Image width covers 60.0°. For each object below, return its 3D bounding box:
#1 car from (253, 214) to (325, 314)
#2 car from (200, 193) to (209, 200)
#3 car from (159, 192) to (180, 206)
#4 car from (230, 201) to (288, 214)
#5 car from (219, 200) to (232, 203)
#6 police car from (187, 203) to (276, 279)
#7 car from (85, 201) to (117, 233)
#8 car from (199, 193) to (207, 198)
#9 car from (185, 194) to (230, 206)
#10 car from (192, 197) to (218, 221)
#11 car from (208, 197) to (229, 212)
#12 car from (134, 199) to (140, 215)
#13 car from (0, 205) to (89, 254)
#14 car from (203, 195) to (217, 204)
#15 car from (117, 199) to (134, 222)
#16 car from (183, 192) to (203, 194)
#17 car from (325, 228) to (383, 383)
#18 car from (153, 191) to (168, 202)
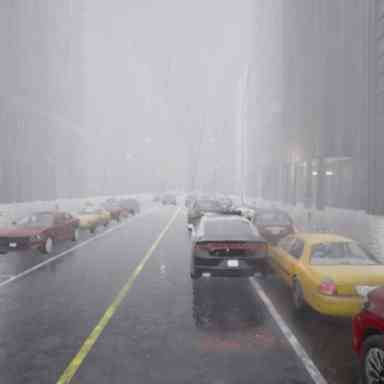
[{"bbox_3d":[2.764,1.463,7.443,1.752,1.417,4.829,0,0,0],"label":"car"},{"bbox_3d":[2.776,0.999,75.403,1.802,1.307,4.206,0,0,0],"label":"car"},{"bbox_3d":[-3.020,1.146,45.805,1.837,1.490,4.892,0,0,1],"label":"car"},{"bbox_3d":[2.765,1.333,12.950,1.967,1.590,4.097,0,0,0],"label":"car"},{"bbox_3d":[2.765,1.392,18.628,1.887,1.381,4.507,0,0,0],"label":"car"},{"bbox_3d":[0.902,1.343,9.911,1.930,1.638,5.238,0,0,0],"label":"police car"},{"bbox_3d":[-5.760,1.374,18.455,1.752,1.417,4.829,0,0,0],"label":"car"},{"bbox_3d":[2.777,0.884,86.757,2.008,1.369,4.403,0,0,0],"label":"car"},{"bbox_3d":[0.770,1.191,19.756,2.097,1.767,4.553,0,0,-1],"label":"car"},{"bbox_3d":[0.905,1.246,25.992,1.801,1.575,5.366,0,0,0],"label":"car"},{"bbox_3d":[2.768,1.282,35.660,1.947,1.339,4.313,0,0,0],"label":"car"},{"bbox_3d":[-5.757,1.326,29.980,1.947,1.339,4.313,0,0,0],"label":"car"},{"bbox_3d":[-5.760,1.438,12.948,1.887,1.381,4.507,0,0,0],"label":"car"},{"bbox_3d":[2.772,1.153,52.692,1.947,1.339,4.313,0,0,0],"label":"car"},{"bbox_3d":[-5.758,1.348,24.302,1.887,1.381,4.507,0,0,0],"label":"car"},{"bbox_3d":[0.021,1.129,45.902,2.128,1.511,4.902,0,0,0],"label":"car"},{"bbox_3d":[2.763,1.301,1.593,2.192,1.841,5.009,0,0,0],"label":"car"},{"bbox_3d":[-5.753,0.985,58.364,1.967,1.590,4.097,0,0,0],"label":"car"}]
